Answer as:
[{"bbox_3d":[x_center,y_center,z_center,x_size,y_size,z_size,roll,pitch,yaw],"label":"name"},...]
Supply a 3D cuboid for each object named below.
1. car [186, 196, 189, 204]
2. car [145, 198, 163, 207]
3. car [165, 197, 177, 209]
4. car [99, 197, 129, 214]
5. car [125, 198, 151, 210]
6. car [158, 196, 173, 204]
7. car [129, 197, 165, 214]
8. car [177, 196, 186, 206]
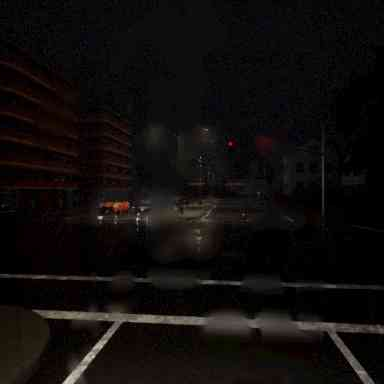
[{"bbox_3d":[-1.631,1.502,63.037,1.837,1.490,4.892,0,0,7],"label":"car"},{"bbox_3d":[-6.124,1.598,53.900,1.895,1.301,4.718,0,0,6],"label":"car"},{"bbox_3d":[-3.634,1.599,44.090,1.895,1.301,4.718,0,0,6],"label":"car"},{"bbox_3d":[-8.105,1.351,34.951,2.097,1.767,4.553,0,0,6],"label":"car"},{"bbox_3d":[-7.120,1.543,44.369,2.033,1.411,5.357,0,0,6],"label":"car"},{"bbox_3d":[-5.062,1.561,63.874,1.994,1.385,4.181,0,0,6],"label":"car"},{"bbox_3d":[-4.590,1.490,34.880,2.128,1.511,4.902,0,0,6],"label":"car"},{"bbox_3d":[-2.684,1.489,53.135,2.128,1.511,4.902,0,0,6],"label":"car"}]
